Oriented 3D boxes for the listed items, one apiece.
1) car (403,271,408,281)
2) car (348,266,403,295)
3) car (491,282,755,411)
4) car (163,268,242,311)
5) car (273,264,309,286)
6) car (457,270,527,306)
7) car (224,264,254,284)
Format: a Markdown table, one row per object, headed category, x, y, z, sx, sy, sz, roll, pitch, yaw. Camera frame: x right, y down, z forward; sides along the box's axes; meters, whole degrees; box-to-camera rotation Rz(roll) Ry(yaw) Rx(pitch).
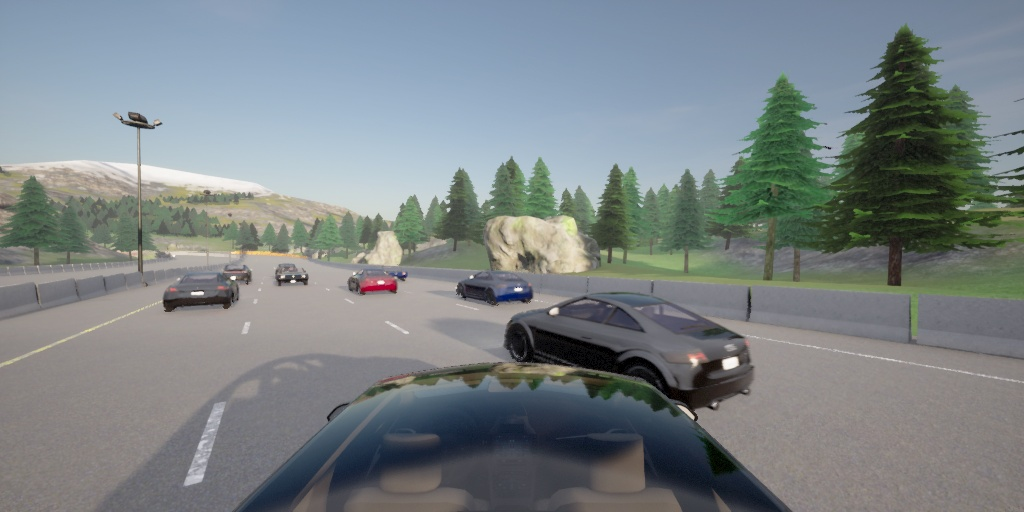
| category | x | y | z | sx | sy | sz | roll | pitch | yaw |
| --- | --- | --- | --- | --- | --- | --- | --- | --- | --- |
| car | -10.476 | 1.488 | 30.400 | 1.895 | 1.301 | 4.718 | 0 | -1 | -34 |
| car | -7.992 | 1.369 | 20.443 | 1.994 | 1.385 | 4.181 | 0 | 0 | -34 |
| car | 1.624 | 1.316 | 6.156 | 1.994 | 1.385 | 4.181 | 0 | 0 | -34 |
| car | -12.568 | 1.346 | 14.705 | 1.994 | 1.385 | 4.181 | 0 | 0 | -34 |
| car | -16.302 | 1.480 | 26.522 | 1.895 | 1.301 | 4.718 | 0 | -1 | -34 |
| car | -0.865 | 1.335 | 16.122 | 1.994 | 1.385 | 4.181 | 0 | 0 | -34 |
| car | -21.641 | 1.405 | 28.185 | 2.128 | 1.511 | 4.902 | 0 | -1 | -34 |
